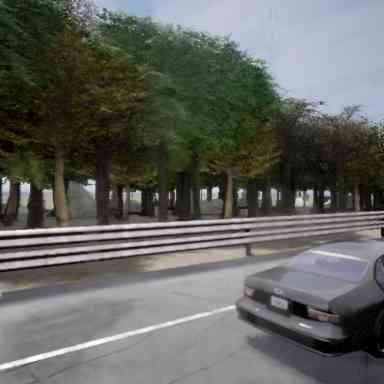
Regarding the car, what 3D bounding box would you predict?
[{"bbox_3d":[3.256,1.598,6.065,5.357,1.411,2.033,1,0,-35],"label":"car"}]
